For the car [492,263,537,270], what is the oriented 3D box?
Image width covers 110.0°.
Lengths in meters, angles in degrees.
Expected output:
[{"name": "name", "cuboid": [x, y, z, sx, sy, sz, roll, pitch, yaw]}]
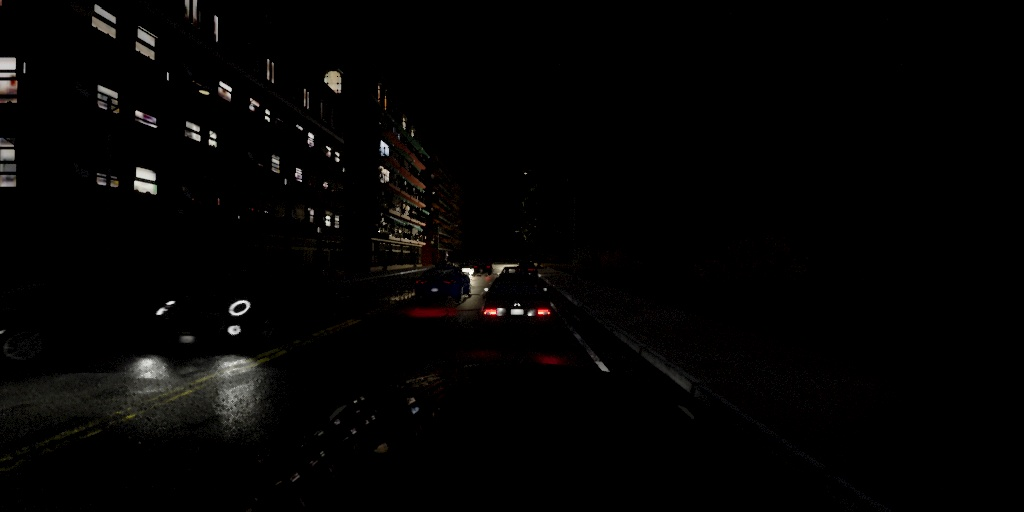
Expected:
[{"name": "car", "cuboid": [0.124, 1.301, 20.899, 2.033, 1.411, 5.357, 0, 0, 0]}]

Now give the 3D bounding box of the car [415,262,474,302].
[{"name": "car", "cuboid": [-3.131, 1.230, 17.005, 1.882, 1.535, 5.008, 0, 0, 0]}]

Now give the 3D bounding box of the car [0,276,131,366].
[{"name": "car", "cuboid": [-9.843, 1.256, 8.049, 1.837, 1.490, 4.892, 0, 0, 0]}]

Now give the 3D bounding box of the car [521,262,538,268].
[{"name": "car", "cuboid": [1.174, 1.259, 30.666, 1.837, 1.490, 4.892, 0, 0, 0]}]

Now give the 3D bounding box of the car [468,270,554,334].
[{"name": "car", "cuboid": [0.113, 1.299, 10.538, 2.033, 1.411, 5.357, 0, 0, 0]}]

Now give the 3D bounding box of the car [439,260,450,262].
[{"name": "car", "cuboid": [-9.784, 1.300, 51.283, 2.033, 1.411, 5.357, 0, 0, 0]}]

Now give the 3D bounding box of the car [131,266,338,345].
[{"name": "car", "cuboid": [-6.590, 1.103, 9.520, 2.097, 1.767, 4.553, 0, 0, 0]}]

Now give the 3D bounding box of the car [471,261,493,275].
[{"name": "car", "cuboid": [-3.103, 1.279, 38.903, 1.812, 1.442, 4.674, 0, 0, 0]}]
